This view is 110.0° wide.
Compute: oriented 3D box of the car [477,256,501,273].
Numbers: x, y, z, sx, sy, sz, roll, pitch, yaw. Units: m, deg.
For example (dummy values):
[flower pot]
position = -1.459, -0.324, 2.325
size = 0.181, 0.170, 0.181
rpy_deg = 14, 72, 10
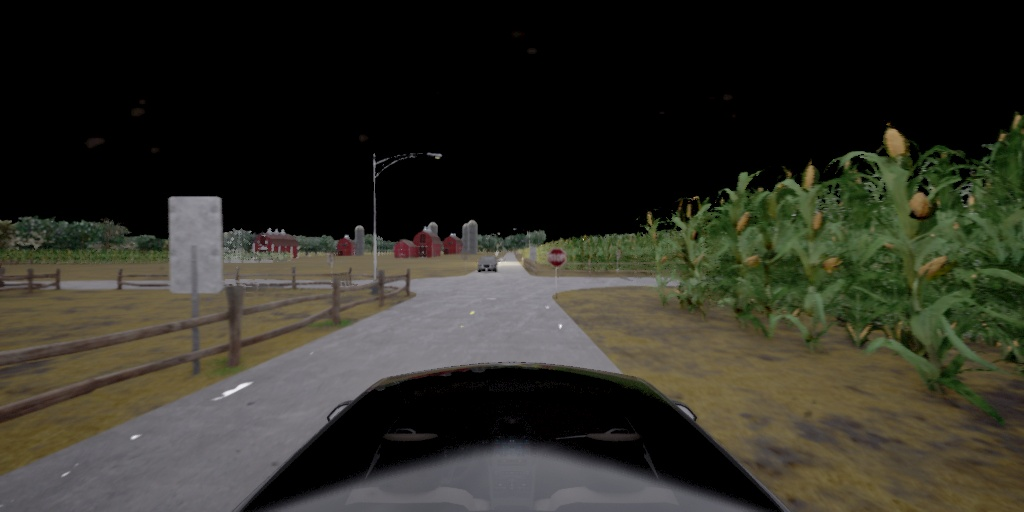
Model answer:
[car]
position = -2.768, 1.000, 41.775
size = 2.150, 2.045, 5.566
rpy_deg = 0, 2, 0
